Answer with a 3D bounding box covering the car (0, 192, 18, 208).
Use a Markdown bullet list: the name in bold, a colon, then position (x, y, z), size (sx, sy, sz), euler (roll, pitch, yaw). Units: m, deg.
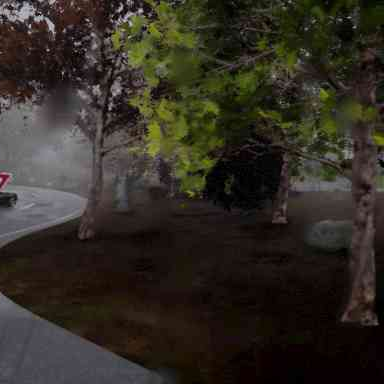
- **car**: position (-11.690, 0.375, 18.579), size (1.895, 1.301, 4.718), euler (4, 4, -2)
